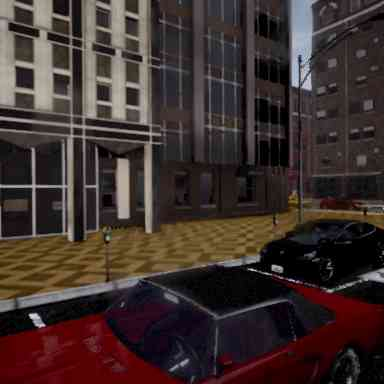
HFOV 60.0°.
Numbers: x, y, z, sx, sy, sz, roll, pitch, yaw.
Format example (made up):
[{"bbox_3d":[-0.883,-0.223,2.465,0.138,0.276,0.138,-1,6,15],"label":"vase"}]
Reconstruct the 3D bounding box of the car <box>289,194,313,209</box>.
[{"bbox_3d":[10.703,1.049,35.399,1.752,1.417,4.829,-1,0,-36],"label":"car"}]

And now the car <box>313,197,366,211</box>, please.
[{"bbox_3d":[13.903,1.116,30.935,1.802,1.307,4.206,-1,0,-36],"label":"car"}]

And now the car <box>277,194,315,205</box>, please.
[{"bbox_3d":[14.015,0.961,45.160,1.752,1.417,4.829,-1,0,-36],"label":"car"}]

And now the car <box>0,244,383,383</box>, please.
[{"bbox_3d":[-0.085,1.576,3.314,4.718,1.301,1.895,-1,1,-35],"label":"car"}]

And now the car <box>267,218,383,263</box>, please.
[{"bbox_3d":[3.820,1.447,9.278,4.313,1.339,1.947,-1,1,-35],"label":"car"}]
